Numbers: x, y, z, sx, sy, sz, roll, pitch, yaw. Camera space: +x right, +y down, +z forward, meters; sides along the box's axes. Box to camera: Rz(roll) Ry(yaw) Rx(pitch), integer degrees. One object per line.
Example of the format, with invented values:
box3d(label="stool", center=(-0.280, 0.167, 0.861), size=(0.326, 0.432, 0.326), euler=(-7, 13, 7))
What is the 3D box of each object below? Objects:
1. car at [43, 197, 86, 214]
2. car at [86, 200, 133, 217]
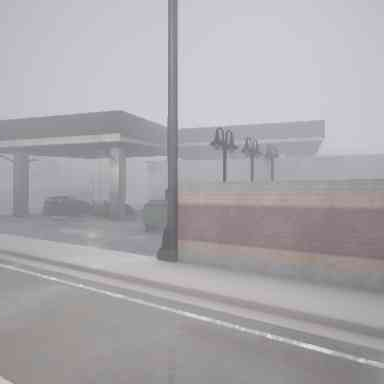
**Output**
box3d(label="car", center=(-12.351, 1.293, 33.281), size=(2.242, 1.667, 4.611), euler=(0, 0, 37))
box3d(label="car", center=(-7.276, 1.454, 30.483), size=(1.970, 1.475, 3.806), euler=(0, 0, 37))
